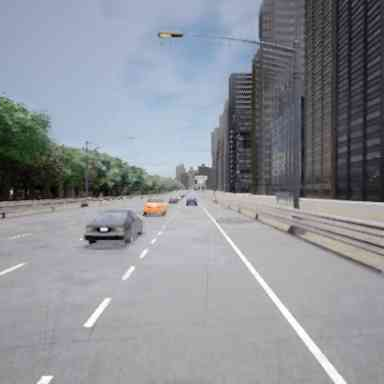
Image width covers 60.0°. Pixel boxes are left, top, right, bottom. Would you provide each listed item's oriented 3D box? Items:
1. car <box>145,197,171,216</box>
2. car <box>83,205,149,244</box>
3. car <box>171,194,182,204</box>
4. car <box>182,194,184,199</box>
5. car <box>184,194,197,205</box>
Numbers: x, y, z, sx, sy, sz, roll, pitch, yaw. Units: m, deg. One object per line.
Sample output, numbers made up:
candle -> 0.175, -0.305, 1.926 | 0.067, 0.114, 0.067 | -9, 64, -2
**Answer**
car -> -3.551, 1.365, 33.409 | 2.097, 1.767, 4.553 | 0, 0, 0
car -> -3.509, 1.547, 15.754 | 2.033, 1.411, 5.357 | 0, 0, 0
car -> -3.719, 1.633, 67.418 | 2.033, 1.411, 5.357 | 0, 0, 0
car -> -3.876, 1.745, 87.906 | 1.895, 1.301, 4.718 | 0, 0, 0
car -> -0.064, 1.591, 58.904 | 1.812, 1.442, 4.674 | 0, 0, 0
